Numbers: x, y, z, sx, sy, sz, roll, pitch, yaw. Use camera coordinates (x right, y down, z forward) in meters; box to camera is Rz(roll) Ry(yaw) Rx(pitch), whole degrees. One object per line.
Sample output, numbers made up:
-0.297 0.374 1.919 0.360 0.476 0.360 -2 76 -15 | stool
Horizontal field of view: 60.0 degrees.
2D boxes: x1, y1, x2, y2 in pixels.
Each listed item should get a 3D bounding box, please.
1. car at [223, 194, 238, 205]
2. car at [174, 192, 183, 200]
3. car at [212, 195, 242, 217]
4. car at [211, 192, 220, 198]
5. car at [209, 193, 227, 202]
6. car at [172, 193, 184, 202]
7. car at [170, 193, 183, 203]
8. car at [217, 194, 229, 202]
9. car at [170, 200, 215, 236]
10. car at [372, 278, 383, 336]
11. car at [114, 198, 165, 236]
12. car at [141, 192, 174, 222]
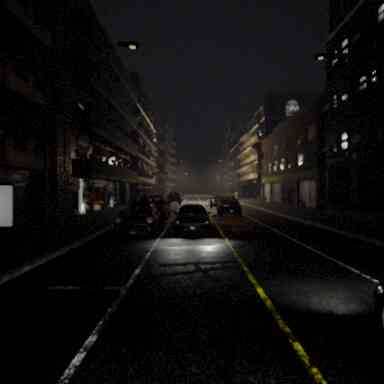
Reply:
5.776 1.091 50.951 1.752 1.417 4.829 0 1 0 | car
-2.604 0.864 50.798 2.192 1.841 5.009 0 1 0 | car
3.087 1.253 28.144 2.128 1.511 4.902 0 1 1 | car
5.834 0.816 84.597 2.008 1.369 4.403 0 1 0 | car
3.078 1.202 40.241 2.033 1.411 5.357 0 1 0 | car
-2.585 0.994 62.073 1.887 1.381 4.507 0 1 0 | car
-2.595 0.939 56.434 1.967 1.590 4.097 0 1 0 | car
5.795 1.011 62.054 1.887 1.381 4.507 0 1 0 | car
0.026 1.373 17.543 1.812 1.442 4.674 0 1 0 | car
3.785 1.484 3.255 1.837 1.490 4.892 0 1 -2 | car
-2.664 1.286 16.982 1.967 1.590 4.097 0 0 0 | car
-2.653 1.112 22.617 2.192 1.841 5.009 0 0 0 | car
